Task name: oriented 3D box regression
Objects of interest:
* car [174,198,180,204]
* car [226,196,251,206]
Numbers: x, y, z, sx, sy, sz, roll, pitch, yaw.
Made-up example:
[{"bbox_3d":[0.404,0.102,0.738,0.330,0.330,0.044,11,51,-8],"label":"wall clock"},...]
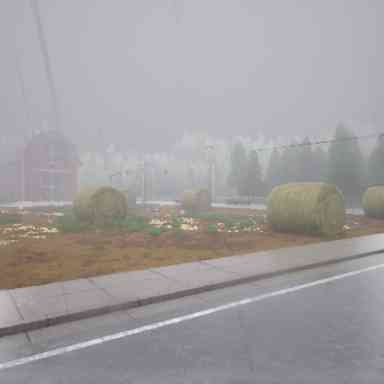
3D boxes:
[{"bbox_3d":[-1.206,1.688,61.631,1.895,1.301,4.718,0,0,-38],"label":"car"},{"bbox_3d":[7.737,1.400,55.950,2.097,1.767,4.553,0,0,-38],"label":"car"}]
